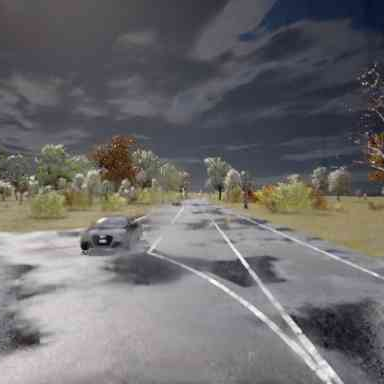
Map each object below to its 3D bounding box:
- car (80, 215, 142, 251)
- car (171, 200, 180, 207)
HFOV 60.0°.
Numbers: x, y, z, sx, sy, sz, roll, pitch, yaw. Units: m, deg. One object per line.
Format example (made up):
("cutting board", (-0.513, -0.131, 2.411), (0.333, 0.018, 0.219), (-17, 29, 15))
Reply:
("car", (-3.454, 1.742, 14.856), (1.994, 1.385, 4.181), (0, -1, 0))
("car", (-3.379, 2.396, 68.743), (1.895, 1.301, 4.718), (0, -1, 0))
